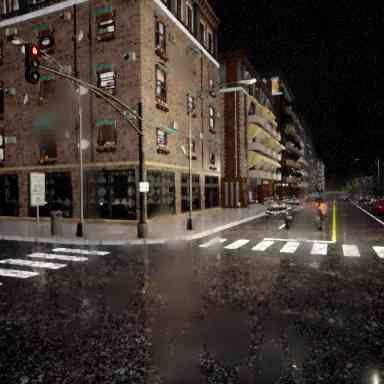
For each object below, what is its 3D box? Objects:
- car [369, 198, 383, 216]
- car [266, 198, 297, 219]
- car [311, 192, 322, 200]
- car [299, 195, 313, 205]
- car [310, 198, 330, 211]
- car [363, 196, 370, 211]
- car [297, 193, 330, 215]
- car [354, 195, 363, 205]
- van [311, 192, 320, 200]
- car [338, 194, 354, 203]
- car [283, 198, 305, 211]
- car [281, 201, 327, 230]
[{"bbox_3d":[17.214,1.386,29.607,1.802,1.307,4.206,-1,0,23],"label":"car"},{"bbox_3d":[7.263,1.442,27.660,2.008,1.369,4.403,-1,0,23],"label":"car"},{"bbox_3d":[31.940,0.995,85.256,2.192,1.841,5.009,-1,0,23],"label":"car"},{"bbox_3d":[18.415,1.310,53.685,1.752,1.417,4.829,-1,0,23],"label":"car"},{"bbox_3d":[14.759,1.384,38.308,1.994,1.385,4.181,0,0,23],"label":"car"},{"bbox_3d":[19.458,1.333,34.843,2.008,1.369,4.403,-1,0,23],"label":"car"},{"bbox_3d":[10.747,1.212,29.148,2.097,1.767,4.553,0,0,23],"label":"car"},{"bbox_3d":[26.190,1.270,50.551,2.008,1.369,4.403,-1,0,23],"label":"car"},{"bbox_3d":[29.698,1.036,80.021,1.690,1.788,3.998,-1,0,23],"label":"van"},{"bbox_3d":[26.941,1.277,58.863,1.994,1.385,4.181,0,0,23],"label":"car"},{"bbox_3d":[11.751,1.397,38.133,2.008,1.369,4.403,-1,0,23],"label":"car"},{"bbox_3d":[6.871,1.464,20.148,1.994,1.385,4.181,0,0,23],"label":"car"}]
